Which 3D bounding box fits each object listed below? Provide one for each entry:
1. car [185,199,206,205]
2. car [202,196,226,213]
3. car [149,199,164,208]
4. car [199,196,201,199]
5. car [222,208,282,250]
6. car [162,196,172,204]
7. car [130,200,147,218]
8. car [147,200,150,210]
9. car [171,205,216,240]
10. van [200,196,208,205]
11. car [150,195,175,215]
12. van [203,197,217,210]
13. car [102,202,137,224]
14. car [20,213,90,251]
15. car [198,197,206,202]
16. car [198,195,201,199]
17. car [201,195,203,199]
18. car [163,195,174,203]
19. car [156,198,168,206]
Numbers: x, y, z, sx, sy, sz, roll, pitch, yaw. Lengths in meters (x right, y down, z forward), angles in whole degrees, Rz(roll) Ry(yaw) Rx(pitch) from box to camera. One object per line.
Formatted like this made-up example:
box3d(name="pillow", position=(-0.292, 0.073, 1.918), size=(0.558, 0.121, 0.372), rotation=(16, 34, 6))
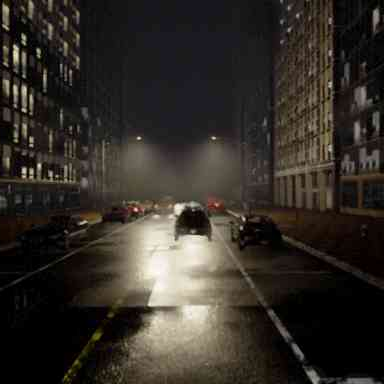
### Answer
box3d(name="car", position=(0.038, 1.736, 34.580), size=(2.033, 1.411, 5.357), rotation=(0, 0, 0))
box3d(name="car", position=(2.620, 1.515, 37.168), size=(2.192, 1.841, 5.009), rotation=(-1, 0, 0))
box3d(name="car", position=(-5.786, 1.868, 54.203), size=(1.947, 1.339, 4.313), rotation=(-1, 0, 0))
box3d(name="car", position=(2.594, 1.732, 54.218), size=(1.967, 1.590, 4.097), rotation=(-1, 0, 0))
box3d(name="car", position=(2.660, 1.627, 14.432), size=(2.008, 1.369, 4.403), rotation=(-1, 0, 0))
box3d(name="car", position=(-5.824, 1.862, 76.938), size=(1.967, 1.590, 4.097), rotation=(-1, 0, 0))
box3d(name="car", position=(-5.749, 1.620, 31.469), size=(1.967, 1.590, 4.097), rotation=(-1, 0, 0))
box3d(name="car", position=(-5.767, 1.766, 42.667), size=(1.752, 1.417, 4.829), rotation=(-1, 0, 0))
box3d(name="car", position=(0.056, 1.621, 17.462), size=(1.812, 1.442, 4.674), rotation=(0, 0, 0))
box3d(name="van", position=(2.565, 1.723, 71.269), size=(1.690, 1.788, 3.998), rotation=(-1, 0, 0))
box3d(name="car", position=(-3.060, 1.560, 37.229), size=(2.097, 1.767, 4.553), rotation=(0, 0, 0))
box3d(name="van", position=(2.602, 1.602, 48.535), size=(1.690, 1.788, 3.998), rotation=(-1, 0, 0))
box3d(name="car", position=(-5.739, 1.731, 25.785), size=(1.802, 1.307, 4.206), rotation=(-1, 0, 0))
box3d(name="car", position=(-5.720, 1.638, 14.418), size=(2.008, 1.369, 4.403), rotation=(-1, 0, 0))
box3d(name="car", position=(2.539, 2.021, 88.319), size=(2.008, 1.369, 4.403), rotation=(-1, 0, 0))
box3d(name="car", position=(2.575, 1.792, 65.585), size=(1.967, 1.590, 4.097), rotation=(-1, 0, 0))
box3d(name="car", position=(2.611, 1.546, 42.852), size=(2.192, 1.841, 5.009), rotation=(-1, 0, 0))
box3d(name="car", position=(-5.835, 1.767, 82.623), size=(2.192, 1.841, 5.009), rotation=(-1, 0, 0))
box3d(name="car", position=(-5.804, 1.913, 65.571), size=(2.008, 1.369, 4.403), rotation=(-1, 0, 0))
